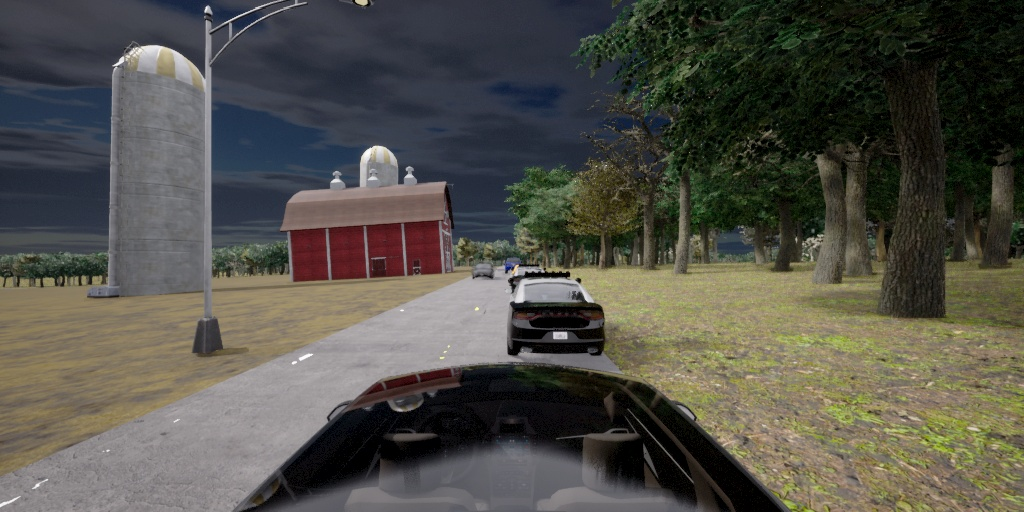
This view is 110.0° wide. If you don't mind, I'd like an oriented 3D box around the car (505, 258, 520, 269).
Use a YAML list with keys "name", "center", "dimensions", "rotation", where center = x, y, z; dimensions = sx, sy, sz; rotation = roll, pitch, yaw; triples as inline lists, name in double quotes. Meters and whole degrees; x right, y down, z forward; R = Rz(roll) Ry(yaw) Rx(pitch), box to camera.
- name: "car"
  center: [0.207, 1.265, 47.309]
  dimensions: [2.150, 2.045, 5.566]
  rotation: [0, 0, 0]

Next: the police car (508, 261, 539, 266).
- name: "police car"
  center: [0.888, 1.231, 18.832]
  dimensions: [1.930, 1.638, 5.238]
  rotation: [0, 0, 0]

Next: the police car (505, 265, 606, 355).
- name: "police car"
  center: [0.851, 1.187, 8.828]
  dimensions: [1.930, 1.638, 5.238]
  rotation: [0, 0, 0]

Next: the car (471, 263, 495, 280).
- name: "car"
  center: [-2.632, 1.426, 33.531]
  dimensions: [1.837, 1.490, 4.892]
  rotation: [0, 0, 0]
